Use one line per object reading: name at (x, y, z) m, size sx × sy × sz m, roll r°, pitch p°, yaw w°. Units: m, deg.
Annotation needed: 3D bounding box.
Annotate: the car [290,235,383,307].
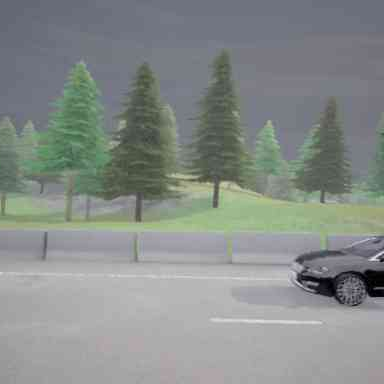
car at (4.970, 1.825, 8.128) m, size 4.902 × 1.511 × 2.128 m, roll 1°, pitch -2°, yaw 1°
